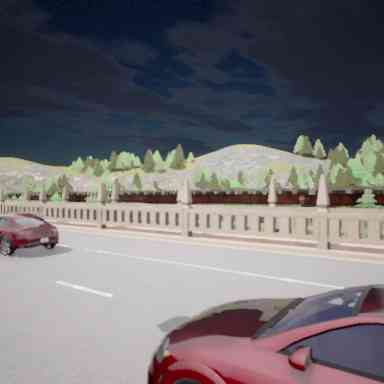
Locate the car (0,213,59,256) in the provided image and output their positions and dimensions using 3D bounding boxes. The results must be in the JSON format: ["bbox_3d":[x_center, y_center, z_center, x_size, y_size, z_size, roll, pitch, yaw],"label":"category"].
[{"bbox_3d":[-7.253,1.600,13.477,4.674,1.442,1.812,0,0,36],"label":"car"}]

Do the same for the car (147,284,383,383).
[{"bbox_3d":[1.607,1.565,2.847,4.181,1.385,1.994,0,0,36],"label":"car"}]
